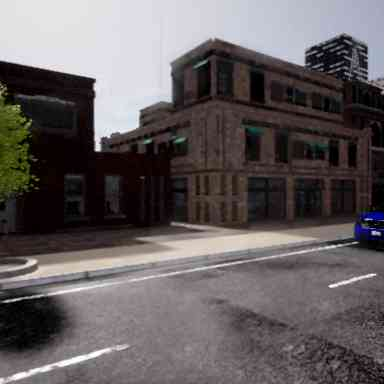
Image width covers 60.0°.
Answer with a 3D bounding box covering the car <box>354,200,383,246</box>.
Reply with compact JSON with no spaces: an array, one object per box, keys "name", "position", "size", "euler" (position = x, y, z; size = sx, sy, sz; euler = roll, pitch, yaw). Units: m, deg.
[{"name":"car","position":[9.268,1.231,14.288],"size":[5.566,2.045,2.150],"euler":[0,0,-35]}]
